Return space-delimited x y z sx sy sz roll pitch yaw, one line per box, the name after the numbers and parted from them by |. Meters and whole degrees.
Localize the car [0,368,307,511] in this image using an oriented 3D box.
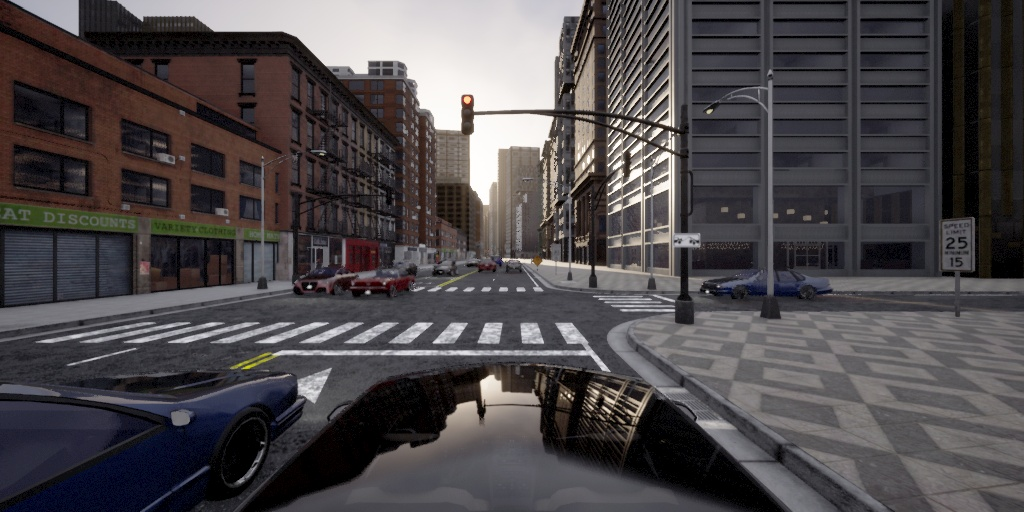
-3.150 1.297 1.392 2.033 1.411 5.357 0 0 0 | car

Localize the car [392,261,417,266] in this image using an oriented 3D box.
-9.747 1.234 32.094 2.128 1.511 4.902 0 0 0 | car

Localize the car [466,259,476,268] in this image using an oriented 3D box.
-6.355 1.223 58.751 1.837 1.490 4.892 0 0 1 | car

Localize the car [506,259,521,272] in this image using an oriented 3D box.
0.250 1.220 45.829 2.128 1.511 4.902 0 0 0 | car

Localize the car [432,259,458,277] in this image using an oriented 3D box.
-6.487 1.244 35.078 1.837 1.490 4.892 0 0 0 | car

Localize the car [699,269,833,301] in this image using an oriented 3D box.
11.948 1.310 17.015 5.357 1.411 2.033 0 0 0 | car

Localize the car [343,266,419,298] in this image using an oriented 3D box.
-6.544 1.350 18.534 1.895 1.301 4.718 0 0 0 | car

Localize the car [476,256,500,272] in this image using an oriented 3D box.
-3.003 1.082 45.102 2.097 1.767 4.553 0 0 0 | car

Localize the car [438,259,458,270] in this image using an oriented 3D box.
-9.646 1.212 54.564 2.128 1.511 4.902 0 0 0 | car

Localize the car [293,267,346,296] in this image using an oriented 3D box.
-9.788 1.313 19.323 1.994 1.385 4.181 0 0 0 | car

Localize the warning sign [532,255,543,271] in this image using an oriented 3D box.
2.988 0.848 42.157 1.300 1.860 1.060 0 0 0 | warning sign
